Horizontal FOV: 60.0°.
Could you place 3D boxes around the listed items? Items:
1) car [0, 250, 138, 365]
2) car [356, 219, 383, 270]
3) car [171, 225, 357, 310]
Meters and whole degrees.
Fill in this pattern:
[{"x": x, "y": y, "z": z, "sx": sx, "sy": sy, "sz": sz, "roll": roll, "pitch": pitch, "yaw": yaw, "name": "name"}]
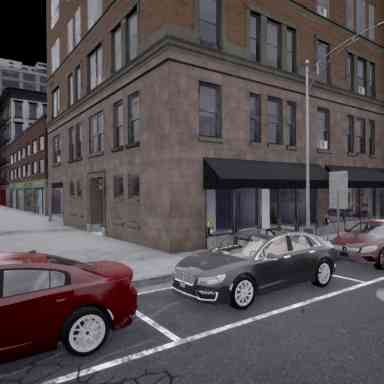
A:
[{"x": -2.950, "y": 1.545, "z": 4.438, "sx": 4.507, "sy": 1.381, "sz": 1.887, "roll": 0, "pitch": -1, "yaw": -36, "name": "car"}, {"x": 6.133, "y": 1.581, "z": 10.931, "sx": 4.206, "sy": 1.307, "sz": 1.802, "roll": 0, "pitch": -1, "yaw": -36, "name": "car"}, {"x": 1.591, "y": 1.550, "z": 7.684, "sx": 4.403, "sy": 1.369, "sz": 2.008, "roll": 0, "pitch": -1, "yaw": -36, "name": "car"}]
